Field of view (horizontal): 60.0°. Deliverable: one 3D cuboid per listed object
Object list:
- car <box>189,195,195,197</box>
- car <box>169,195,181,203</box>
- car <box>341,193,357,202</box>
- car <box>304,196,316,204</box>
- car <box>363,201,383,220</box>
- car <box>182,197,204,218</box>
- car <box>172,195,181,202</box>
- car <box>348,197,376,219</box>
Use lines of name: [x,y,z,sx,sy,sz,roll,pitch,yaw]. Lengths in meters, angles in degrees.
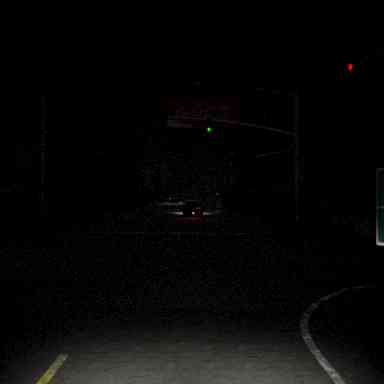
car: [-0.184,1.553,86.583,1.994,1.385,4.181,0,0,0]
car: [-3.655,1.352,68.557,2.097,1.767,4.553,0,0,0]
car: [34.696,1.490,71.886,2.007,1.523,4.514,0,0,0]
car: [22.316,1.553,64.058,1.970,1.475,3.806,0,0,0]
car: [18.606,1.672,30.651,4.611,1.667,2.242,0,0,0]
car: [0.087,1.595,31.685,1.837,1.490,4.892,2,0,-1]
car: [-3.668,1.540,78.880,2.033,1.411,5.357,0,0,0]
car: [14.296,1.505,24.968,3.866,1.878,1.905,0,0,0]
